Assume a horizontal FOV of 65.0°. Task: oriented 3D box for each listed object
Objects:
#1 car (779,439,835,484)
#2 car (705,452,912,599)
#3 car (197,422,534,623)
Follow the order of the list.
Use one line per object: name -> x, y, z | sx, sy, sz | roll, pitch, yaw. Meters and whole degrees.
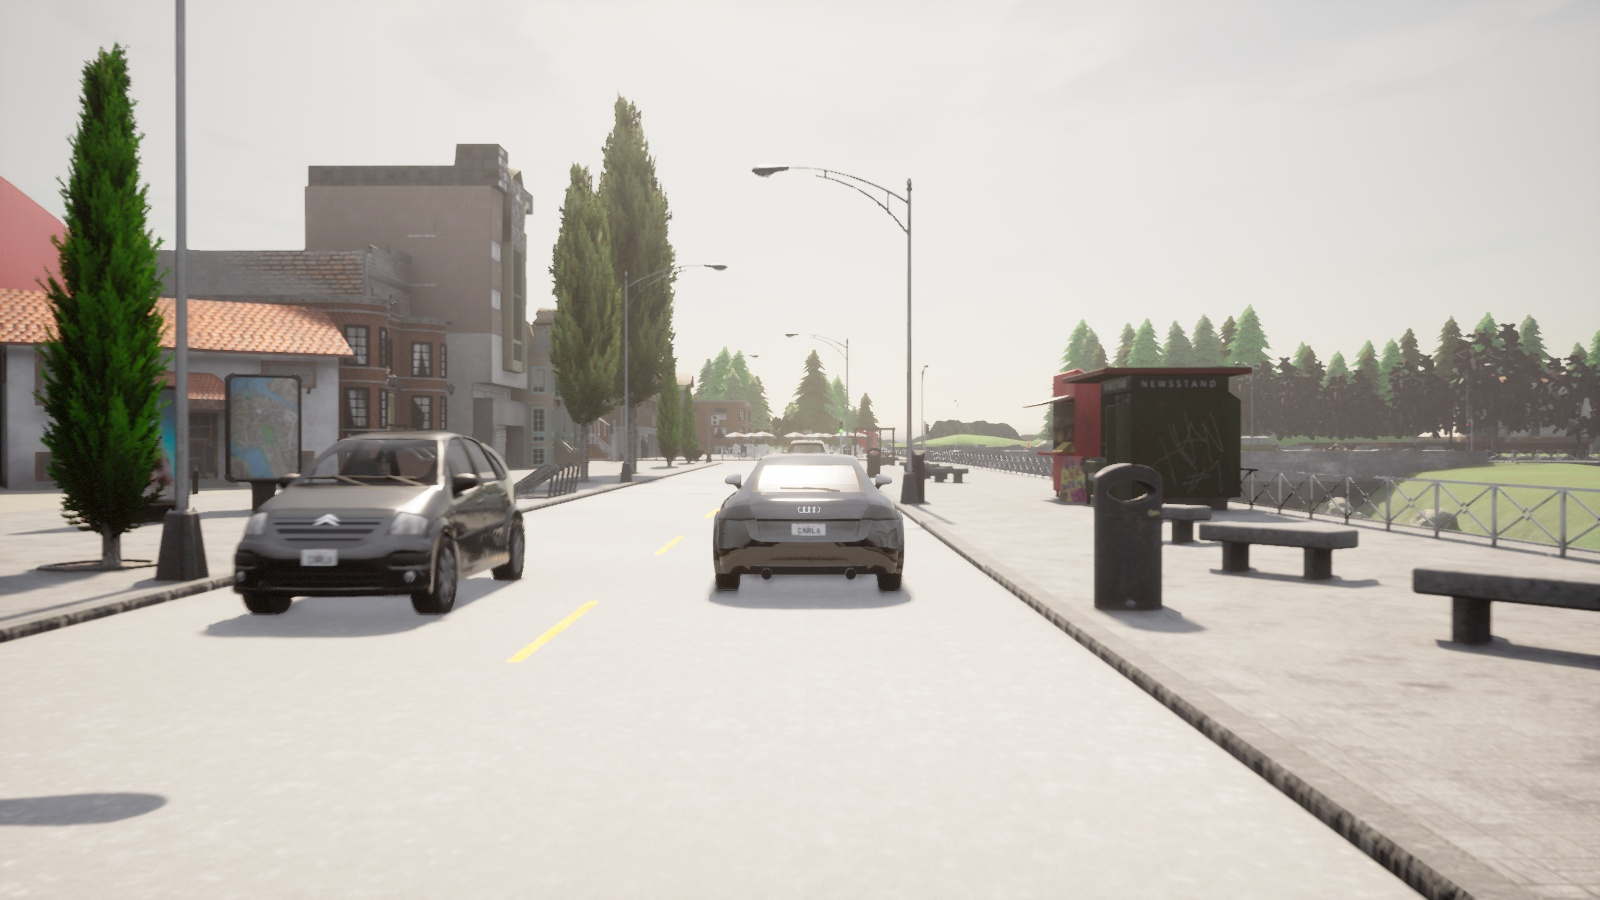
car -> 0.282, 0.405, 48.241 | 2.033, 1.649, 4.856 | 0, 0, 0
car -> 0.094, 0.730, 14.212 | 1.994, 1.385, 4.181 | 0, 0, 0
car -> -3.917, 0.573, 12.101 | 1.851, 1.617, 3.988 | 0, 0, 0
